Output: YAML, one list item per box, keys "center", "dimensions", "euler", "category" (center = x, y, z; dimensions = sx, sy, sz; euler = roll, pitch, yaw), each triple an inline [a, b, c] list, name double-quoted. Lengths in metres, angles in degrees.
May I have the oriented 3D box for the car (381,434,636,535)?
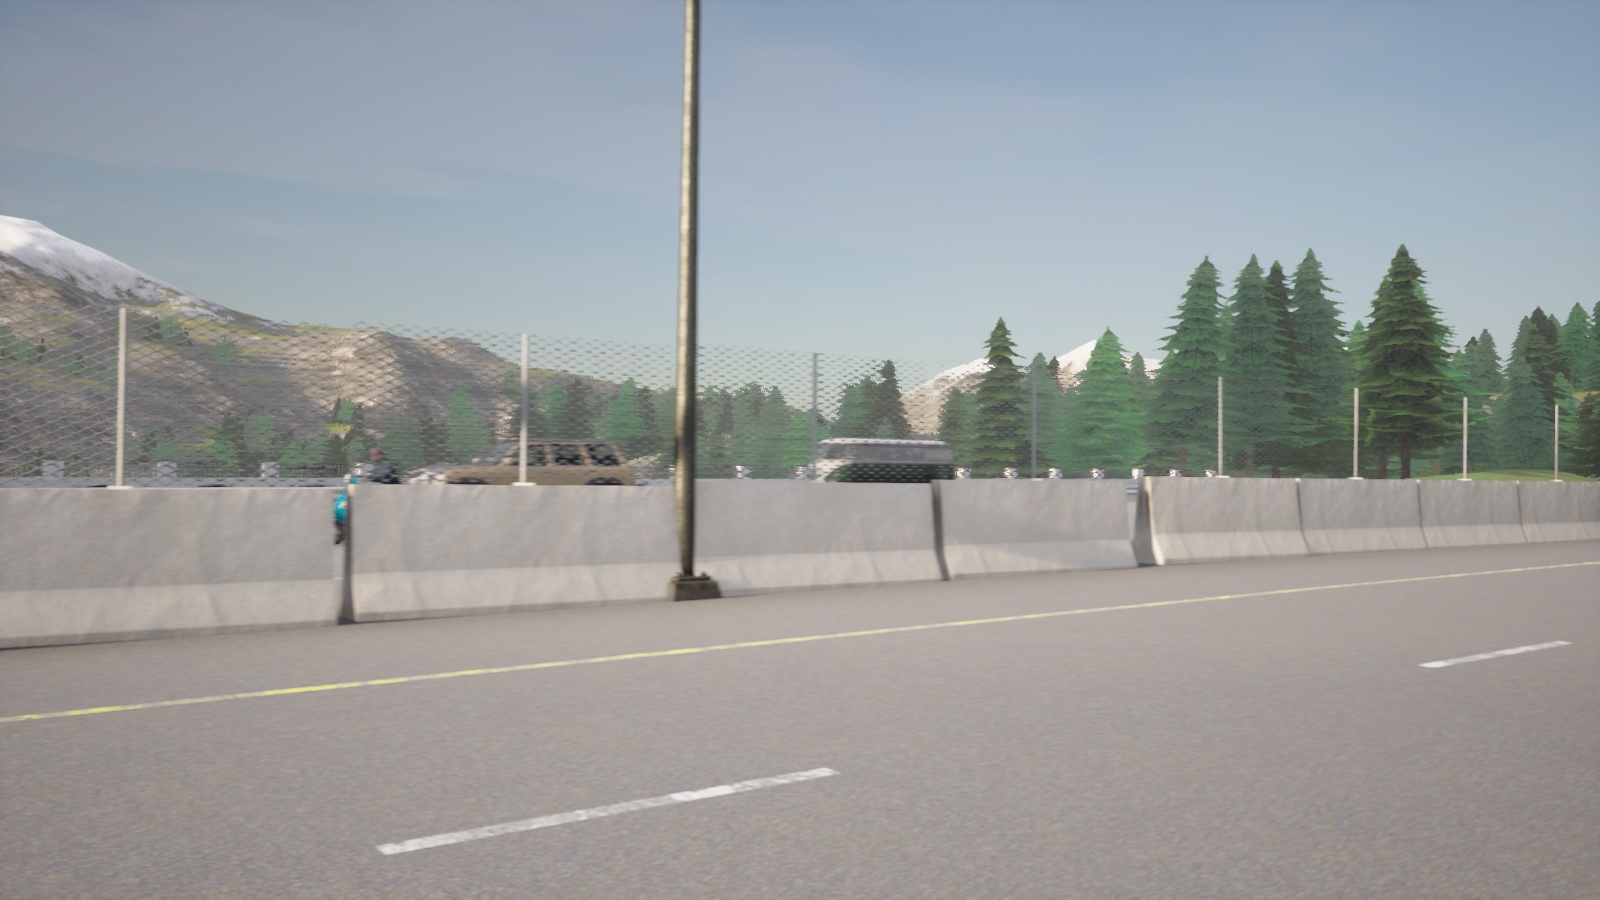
- center: [-5.791, 0.644, 25.205]
  dimensions: [4.605, 1.855, 1.932]
  euler: [0, 0, -35]
  category: "car"

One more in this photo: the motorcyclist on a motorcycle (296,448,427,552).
- center: [-7.012, 0.763, 20.100]
  dimensions: [1.817, 1.590, 0.866]
  euler: [0, 0, -35]
  category: "motorcyclist on a motorcycle"

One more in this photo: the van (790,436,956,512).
- center: [2.063, 0.659, 34.945]
  dimensions: [4.442, 1.987, 1.775]
  euler: [1, -1, -35]
  category: "van"
